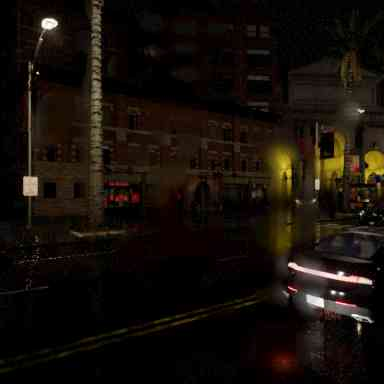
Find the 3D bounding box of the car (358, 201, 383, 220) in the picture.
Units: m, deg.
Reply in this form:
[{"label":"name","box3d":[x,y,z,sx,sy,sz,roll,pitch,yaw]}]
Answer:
[{"label":"car","box3d":[12.949,1.352,21.902,4.553,1.767,2.097,0,0,-36]}]

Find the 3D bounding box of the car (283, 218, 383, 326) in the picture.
[{"label":"car","box3d":[3.911,1.492,6.610,4.902,1.511,2.128,0,0,-35]}]

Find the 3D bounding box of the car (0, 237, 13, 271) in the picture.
[{"label":"car","box3d":[-7.115,1.547,7.511,5.357,1.411,2.033,0,0,-36]}]
